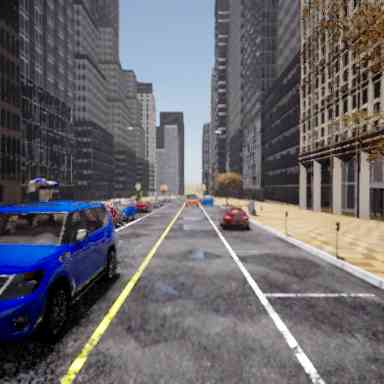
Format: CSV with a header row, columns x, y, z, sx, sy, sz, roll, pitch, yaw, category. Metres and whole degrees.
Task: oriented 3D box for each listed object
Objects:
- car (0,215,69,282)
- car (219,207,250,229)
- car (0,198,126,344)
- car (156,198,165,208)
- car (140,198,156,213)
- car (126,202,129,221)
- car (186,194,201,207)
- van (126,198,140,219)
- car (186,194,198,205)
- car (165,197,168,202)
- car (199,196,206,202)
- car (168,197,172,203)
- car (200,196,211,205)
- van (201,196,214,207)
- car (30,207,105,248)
x,y,z,sx,sy,sz,roll,pitch,yaw,category
-5.697,1.577,10.455,2.008,1.369,4.403,-1,0,0,car
2.689,1.638,21.702,1.802,1.307,4.206,-1,0,0,car
-3.074,1.238,6.812,2.150,2.045,5.566,0,0,0,car
-5.680,1.695,49.831,2.008,1.369,4.403,-1,0,0,car
-5.685,1.652,38.580,1.887,1.381,4.507,-1,0,0,car
-5.692,1.602,21.705,1.887,1.381,4.507,-1,0,0,car
0.023,1.512,54.646,2.097,1.767,4.553,0,0,0,car
-5.693,1.415,27.330,1.690,1.788,3.998,-1,0,0,van
0.028,1.435,64.969,2.150,2.045,5.566,0,0,0,car
-5.678,1.715,55.455,2.008,1.369,4.403,-1,0,0,car
2.716,1.818,89.372,1.752,1.417,4.829,-1,0,0,car
-5.669,1.798,77.955,2.008,1.369,4.403,-1,0,0,car
2.704,1.644,66.702,1.967,1.590,4.097,-1,0,0,car
2.698,1.504,55.453,1.690,1.788,3.998,-1,0,0,van
-5.695,1.566,15.911,1.752,1.417,4.829,-1,0,0,car
